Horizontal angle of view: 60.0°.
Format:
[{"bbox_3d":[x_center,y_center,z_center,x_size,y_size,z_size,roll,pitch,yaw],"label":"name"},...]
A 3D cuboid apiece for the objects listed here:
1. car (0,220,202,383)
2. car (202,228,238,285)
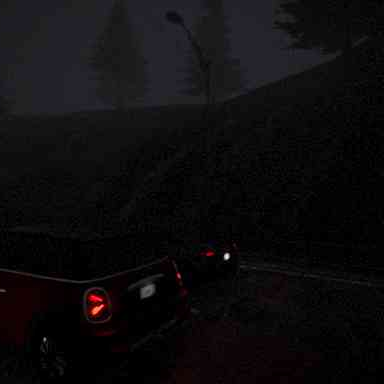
[{"bbox_3d":[-2.378,1.279,5.354,4.553,1.767,2.097,0,1,31],"label":"car"},{"bbox_3d":[-0.943,1.431,8.575,4.181,1.385,1.994,0,1,31],"label":"car"}]
